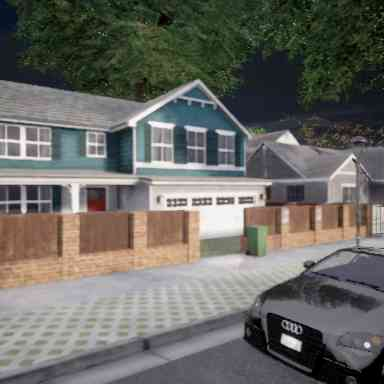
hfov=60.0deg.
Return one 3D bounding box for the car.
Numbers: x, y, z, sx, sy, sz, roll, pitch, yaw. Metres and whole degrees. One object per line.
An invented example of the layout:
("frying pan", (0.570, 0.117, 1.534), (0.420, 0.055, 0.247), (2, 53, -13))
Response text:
("car", (2.782, 1.588, 5.061), (4.181, 1.385, 1.994), (0, 0, -36))
